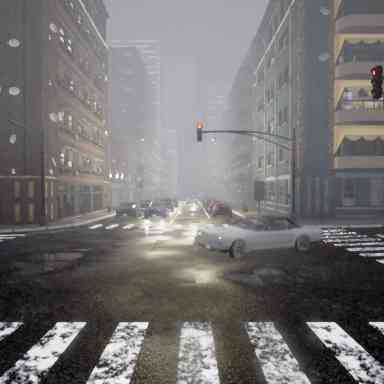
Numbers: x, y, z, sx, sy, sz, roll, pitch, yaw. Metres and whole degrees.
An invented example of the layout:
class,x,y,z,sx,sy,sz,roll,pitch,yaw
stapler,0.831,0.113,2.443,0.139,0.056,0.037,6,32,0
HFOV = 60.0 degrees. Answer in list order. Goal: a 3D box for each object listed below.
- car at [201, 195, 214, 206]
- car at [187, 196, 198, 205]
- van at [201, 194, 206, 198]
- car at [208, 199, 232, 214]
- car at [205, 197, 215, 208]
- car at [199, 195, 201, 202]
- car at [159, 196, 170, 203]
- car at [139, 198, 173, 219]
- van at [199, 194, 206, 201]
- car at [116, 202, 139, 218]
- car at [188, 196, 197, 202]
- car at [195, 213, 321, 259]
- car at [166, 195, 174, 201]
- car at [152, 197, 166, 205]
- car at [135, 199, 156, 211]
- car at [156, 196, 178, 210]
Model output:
class,x,y,z,sx,sy,sz,roll,pitch,yaw
car,2.709,1.554,46.824,1.887,1.381,4.507,0,0,0
car,0.032,1.542,59.711,1.812,1.442,4.674,0,0,0
van,2.711,1.353,52.347,1.690,1.788,3.998,0,0,0
car,2.701,1.584,30.254,1.802,1.307,4.206,0,0,0
car,2.704,1.570,35.777,1.947,1.339,4.313,0,0,0
car,2.715,1.581,57.871,1.947,1.339,4.313,0,0,0
car,-5.660,1.604,68.935,1.802,1.307,4.206,0,0,0
car,-3.085,1.549,29.776,2.033,1.411,5.357,0,0,0
van,2.728,1.377,85.489,1.690,1.788,3.998,-1,0,0
car,-5.680,1.568,30.270,1.947,1.339,4.313,0,0,0
car,0.038,1.451,69.746,1.895,1.301,4.718,0,0,0
car,2.515,1.604,12.577,4.718,1.301,1.895,0,0,-27
car,-5.652,1.561,85.335,1.752,1.417,4.829,0,0,0
car,-5.666,1.560,57.888,1.887,1.381,4.507,0,0,0
car,-5.674,1.572,41.317,1.947,1.339,4.313,0,0,0
car,-3.076,1.510,39.895,1.837,1.490,4.892,0,0,0
